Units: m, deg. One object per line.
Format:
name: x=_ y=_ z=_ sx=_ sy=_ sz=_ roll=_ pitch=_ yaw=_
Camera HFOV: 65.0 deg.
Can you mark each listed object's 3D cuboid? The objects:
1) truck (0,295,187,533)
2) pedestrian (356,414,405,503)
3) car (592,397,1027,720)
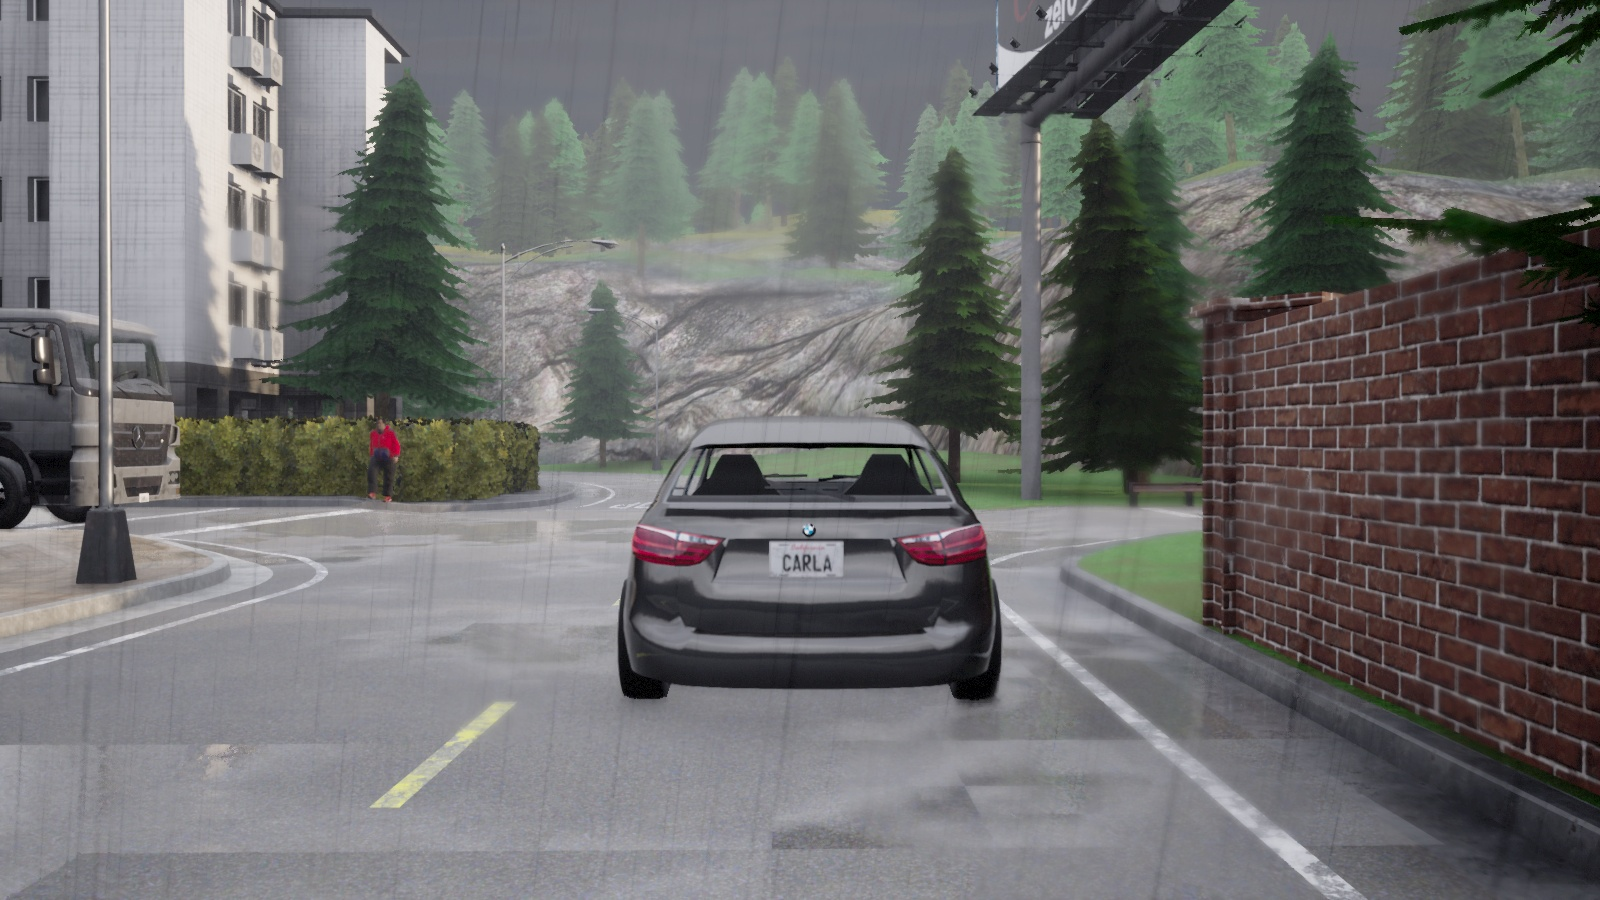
truck: x=-14.317 y=-0.534 z=19.745 sx=7.936 sy=3.462 sz=2.891 roll=0 pitch=0 yaw=-1
pedestrian: x=-8.760 y=0.171 z=26.258 sx=0.634 sy=1.844 sz=0.899 roll=0 pitch=0 yaw=8
car: x=0.066 y=0.542 z=8.791 sx=2.242 sy=1.667 sz=4.611 roll=0 pitch=0 yaw=0
